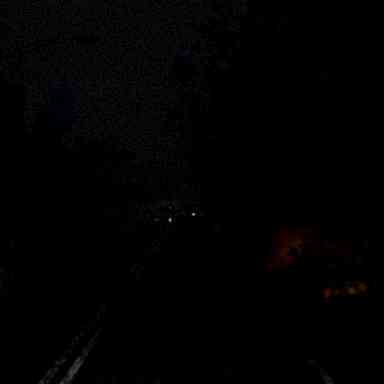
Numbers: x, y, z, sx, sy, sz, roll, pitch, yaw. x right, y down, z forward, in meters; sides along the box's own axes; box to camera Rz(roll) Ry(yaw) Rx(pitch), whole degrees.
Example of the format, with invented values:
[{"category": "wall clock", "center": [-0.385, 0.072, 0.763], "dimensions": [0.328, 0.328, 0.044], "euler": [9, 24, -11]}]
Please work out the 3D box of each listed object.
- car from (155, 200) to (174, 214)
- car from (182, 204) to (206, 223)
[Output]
[{"category": "car", "center": [-3.268, 1.757, 40.078], "dimensions": [1.882, 1.535, 5.008], "euler": [0, 0, 0]}, {"category": "car", "center": [0.137, 1.712, 27.020], "dimensions": [2.033, 1.411, 5.357], "euler": [0, -1, 0]}]
